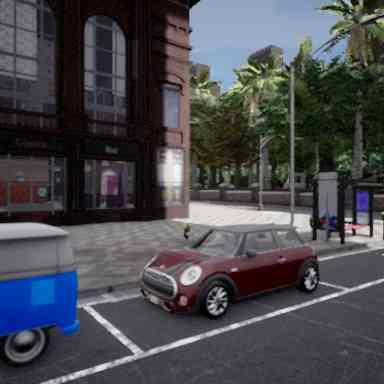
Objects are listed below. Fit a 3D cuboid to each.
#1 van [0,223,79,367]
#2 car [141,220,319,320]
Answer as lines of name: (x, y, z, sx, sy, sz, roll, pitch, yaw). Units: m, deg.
van: (-3.495, 1.338, 4.160, 3.998, 1.788, 1.690, 0, 0, -36)
car: (0.920, 1.466, 7.314, 4.097, 1.590, 1.967, 0, 0, -36)
